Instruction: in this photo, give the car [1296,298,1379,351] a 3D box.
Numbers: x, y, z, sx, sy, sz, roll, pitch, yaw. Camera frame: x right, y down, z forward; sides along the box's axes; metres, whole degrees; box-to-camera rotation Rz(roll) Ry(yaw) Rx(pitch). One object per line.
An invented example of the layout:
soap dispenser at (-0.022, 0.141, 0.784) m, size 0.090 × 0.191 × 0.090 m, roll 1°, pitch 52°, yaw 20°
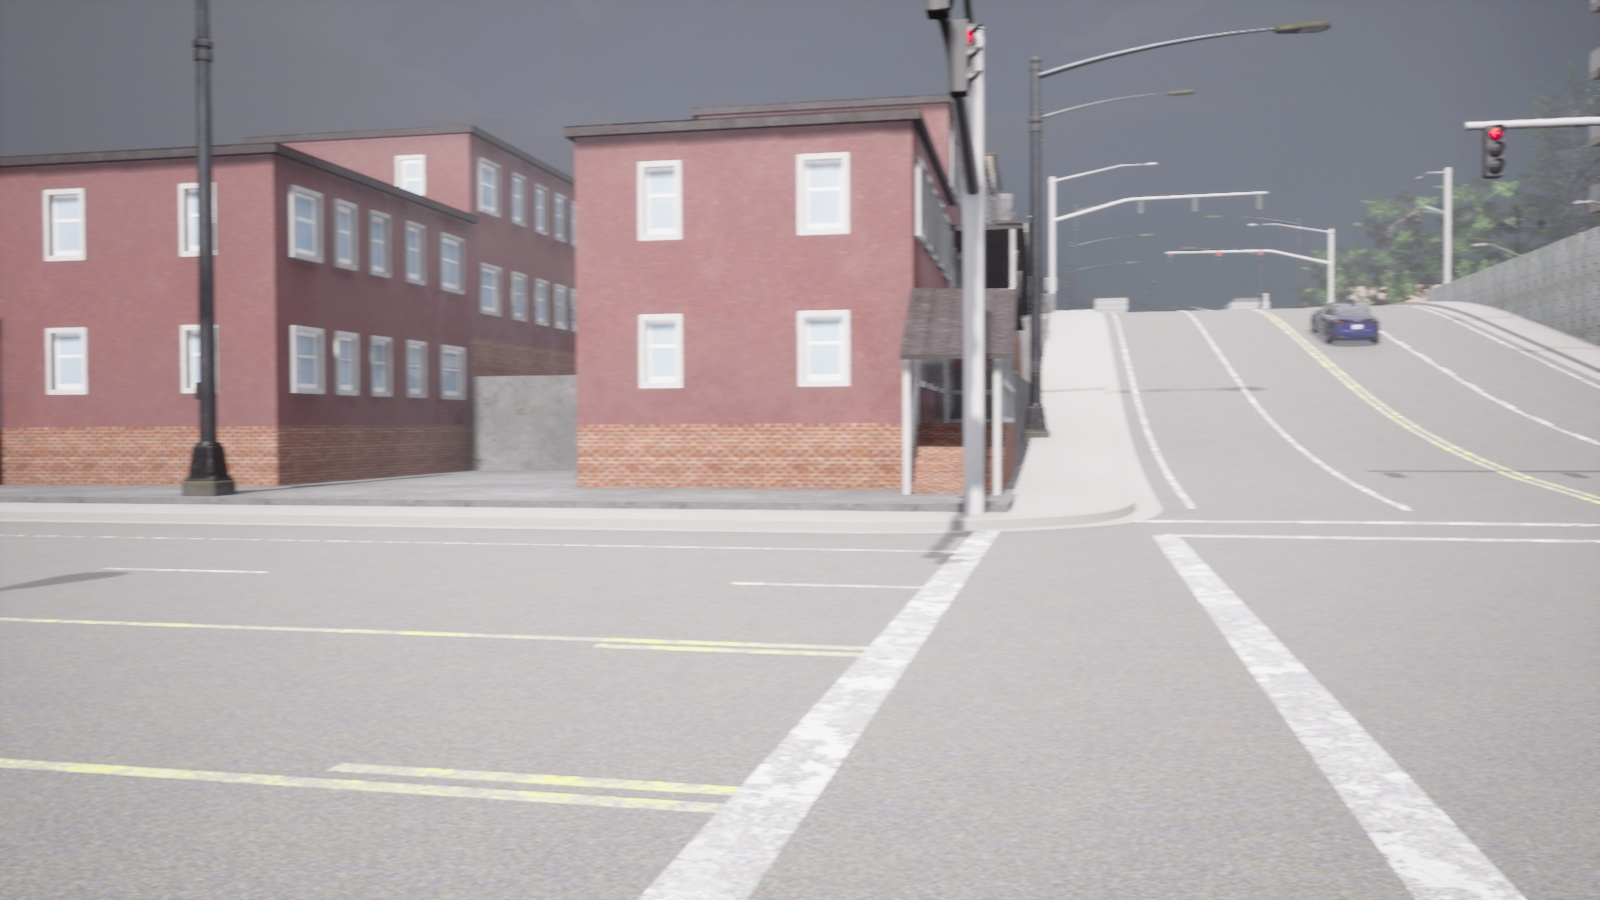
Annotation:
car at (21.862, -5.150, 51.257) m, size 2.163 × 1.488 × 4.792 m, roll 0°, pitch 13°, yaw 12°
